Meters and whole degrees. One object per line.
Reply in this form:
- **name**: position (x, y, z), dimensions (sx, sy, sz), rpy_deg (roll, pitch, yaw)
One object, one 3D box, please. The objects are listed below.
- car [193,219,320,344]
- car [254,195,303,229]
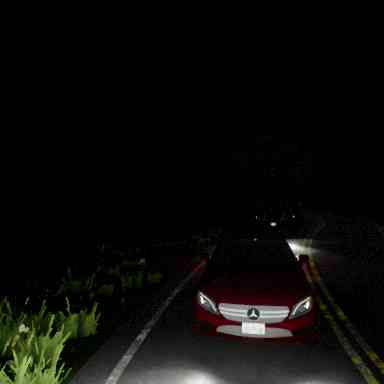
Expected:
- **car**: position (1.229, 1.533, 6.661), dimensions (1.812, 1.442, 4.674), rpy_deg (-1, 0, 11)
- **car**: position (5.000, 1.213, 18.833), dimensions (2.150, 2.045, 5.566), rpy_deg (-2, -1, 22)
